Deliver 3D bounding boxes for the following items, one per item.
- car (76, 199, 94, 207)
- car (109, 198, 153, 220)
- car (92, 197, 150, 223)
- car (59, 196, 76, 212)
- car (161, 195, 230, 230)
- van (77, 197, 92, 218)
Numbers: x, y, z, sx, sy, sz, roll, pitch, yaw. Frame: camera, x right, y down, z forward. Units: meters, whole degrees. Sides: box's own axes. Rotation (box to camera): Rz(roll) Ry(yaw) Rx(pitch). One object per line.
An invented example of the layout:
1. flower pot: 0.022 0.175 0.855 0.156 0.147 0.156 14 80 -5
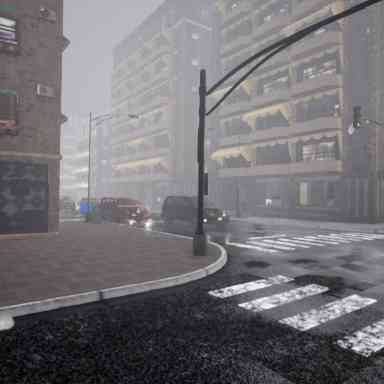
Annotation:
1. car: -18.504 1.867 57.290 1.802 1.307 4.206 1 -1 -35
2. car: -5.524 1.410 29.693 2.097 1.767 4.553 1 -1 -35
3. car: -5.545 1.310 25.458 2.192 1.841 5.009 1 -1 -35
4. car: -15.234 1.368 39.094 2.192 1.841 5.009 1 -1 -35
5. car: 0.046 1.249 21.846 2.150 2.045 5.566 1 -1 -36
6. van: -8.775 1.354 30.003 1.690 1.788 3.998 1 -1 -35
